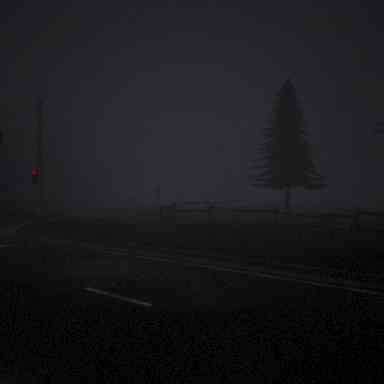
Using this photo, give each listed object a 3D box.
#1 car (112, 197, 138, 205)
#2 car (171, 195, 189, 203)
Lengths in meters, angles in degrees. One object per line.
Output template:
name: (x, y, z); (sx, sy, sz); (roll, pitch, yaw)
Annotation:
car: (-11.888, 1.620, 59.009); (1.895, 1.301, 4.718); (0, 0, 35)
car: (-2.543, 1.500, 72.258); (2.128, 1.511, 4.902); (0, 0, 36)
